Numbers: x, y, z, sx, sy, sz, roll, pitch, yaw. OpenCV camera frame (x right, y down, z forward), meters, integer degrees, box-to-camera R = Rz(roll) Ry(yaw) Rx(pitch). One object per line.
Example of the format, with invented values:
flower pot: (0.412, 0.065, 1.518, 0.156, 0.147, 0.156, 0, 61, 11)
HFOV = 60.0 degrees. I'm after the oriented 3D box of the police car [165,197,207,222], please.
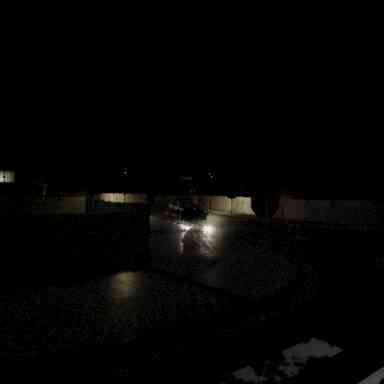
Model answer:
police car: (-0.520, 1.220, 24.506, 1.930, 1.638, 5.238, 1, 0, -21)
